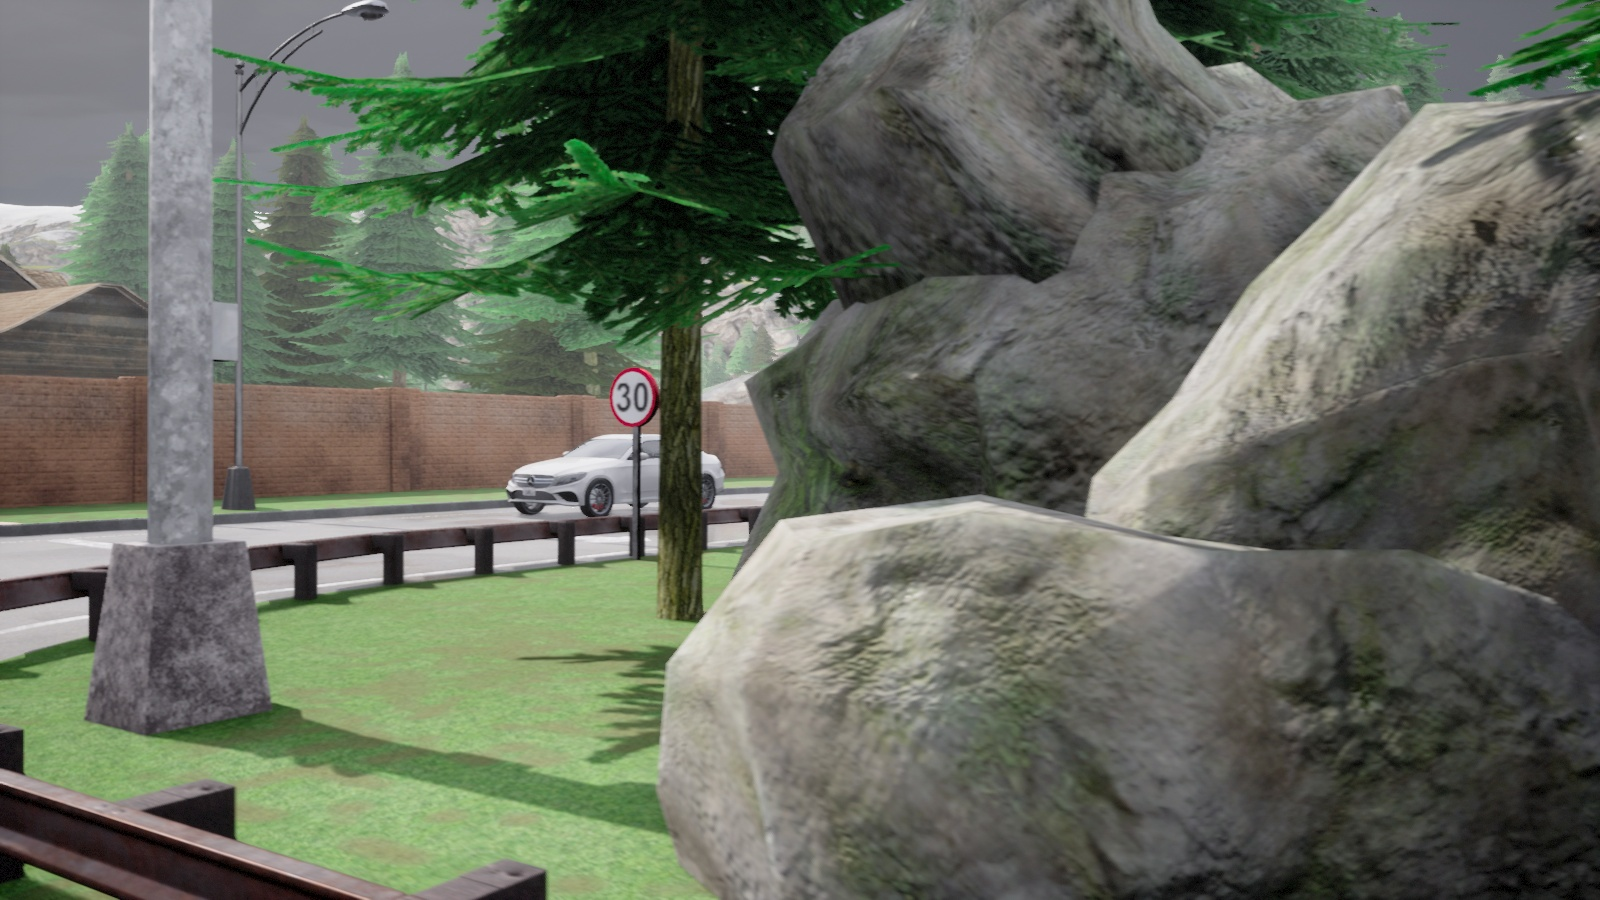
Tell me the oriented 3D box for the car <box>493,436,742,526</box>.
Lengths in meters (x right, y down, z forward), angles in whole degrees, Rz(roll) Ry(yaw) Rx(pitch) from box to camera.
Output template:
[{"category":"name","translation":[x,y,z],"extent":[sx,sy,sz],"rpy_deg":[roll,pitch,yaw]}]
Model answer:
[{"category":"car","translation":[-3.209,0.486,23.009],"extent":[1.812,1.442,4.674],"rpy_deg":[0,1,34]}]
